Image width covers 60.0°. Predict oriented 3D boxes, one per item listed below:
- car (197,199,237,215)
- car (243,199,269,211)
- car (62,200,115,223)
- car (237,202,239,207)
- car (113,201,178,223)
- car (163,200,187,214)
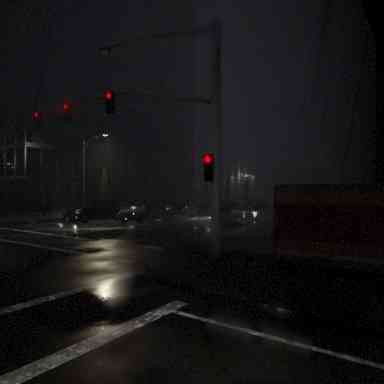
[{"bbox_3d":[2.400,1.533,34.284,1.882,1.535,5.008,0,0,35],"label":"car"},{"bbox_3d":[8.225,1.581,42.389,1.812,1.442,4.674,0,0,36],"label":"car"},{"bbox_3d":[-7.789,1.407,26.068,2.097,1.767,4.553,0,0,36],"label":"car"},{"bbox_3d":[4.117,1.603,42.689,2.033,1.411,5.357,0,0,35],"label":"car"},{"bbox_3d":[-3.525,1.656,26.016,1.895,1.301,4.718,0,0,36],"label":"car"},{"bbox_3d":[-2.469,1.560,33.498,1.837,1.490,4.892,0,0,36],"label":"car"}]
